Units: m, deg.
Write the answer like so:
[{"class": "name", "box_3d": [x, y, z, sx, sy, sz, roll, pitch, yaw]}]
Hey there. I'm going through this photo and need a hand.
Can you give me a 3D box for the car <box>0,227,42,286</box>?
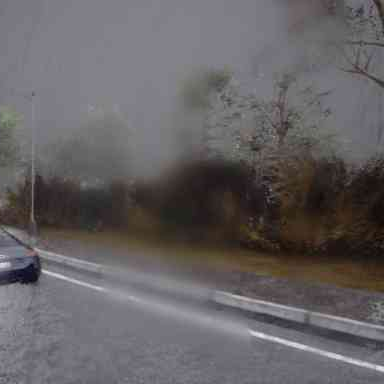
[{"class": "car", "box_3d": [-5.702, 1.619, 8.763, 4.181, 1.385, 1.994, 0, 0, 42]}]
